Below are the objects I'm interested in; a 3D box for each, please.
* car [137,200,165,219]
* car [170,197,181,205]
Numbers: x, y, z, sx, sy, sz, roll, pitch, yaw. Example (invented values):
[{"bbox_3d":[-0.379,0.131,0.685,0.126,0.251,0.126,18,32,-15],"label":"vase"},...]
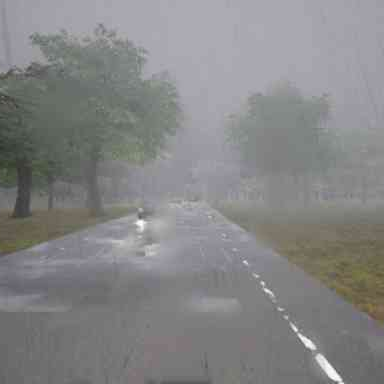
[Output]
[{"bbox_3d":[-3.612,1.496,30.186,2.097,1.767,4.553,0,0,0],"label":"car"},{"bbox_3d":[-3.534,1.933,71.628,1.837,1.490,4.892,0,-1,0],"label":"car"}]
